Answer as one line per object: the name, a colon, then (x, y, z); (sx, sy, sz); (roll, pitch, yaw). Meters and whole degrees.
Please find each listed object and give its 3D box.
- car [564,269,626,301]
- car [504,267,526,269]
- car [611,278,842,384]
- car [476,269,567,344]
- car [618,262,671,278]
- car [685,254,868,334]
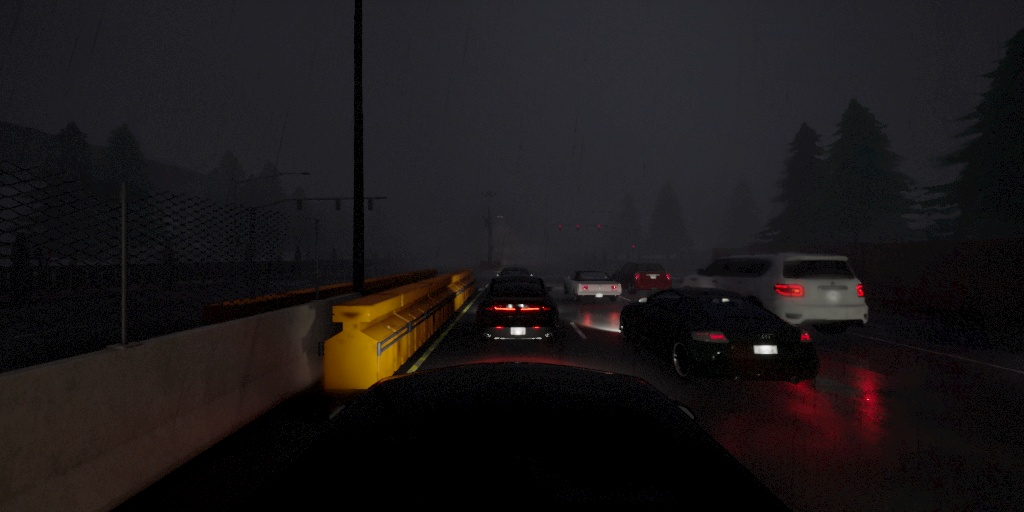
car: (3.643, 1.351, 17.152); (1.895, 1.301, 4.718); (0, 0, 0)
car: (0.147, 1.297, 19.118); (2.033, 1.411, 5.357); (0, 0, 0)
car: (3.622, 1.314, 7.155); (1.994, 1.385, 4.181); (0, 0, -1)
car: (0.122, 1.255, 9.601); (1.837, 1.490, 4.892); (0, 0, 0)
car: (7.152, 1.102, 20.255); (2.097, 1.767, 4.553); (0, 0, 0)
car: (7.126, 0.969, 10.627); (2.150, 2.045, 5.566); (0, 0, 0)
